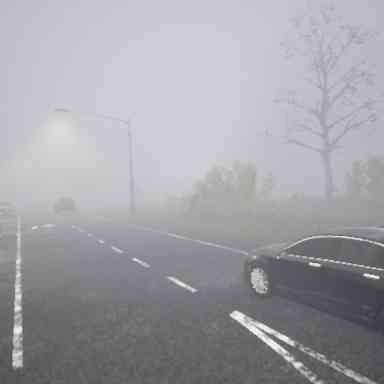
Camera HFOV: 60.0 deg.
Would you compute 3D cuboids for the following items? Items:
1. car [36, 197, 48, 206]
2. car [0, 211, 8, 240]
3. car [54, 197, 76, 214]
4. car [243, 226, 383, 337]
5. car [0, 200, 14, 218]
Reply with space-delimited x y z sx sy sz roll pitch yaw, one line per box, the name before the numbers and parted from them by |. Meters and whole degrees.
car | -36.638 2.715 82.137 2.033 1.411 5.357 -3 0 -27
car | -10.721 1.943 16.820 2.033 1.411 5.357 -3 0 -28
car | -16.662 1.755 43.490 2.150 2.045 5.566 -3 0 -27
car | 2.828 1.369 5.827 1.837 1.490 4.892 -3 0 -27
car | -22.471 2.039 39.519 2.150 2.045 5.566 -3 0 -28
